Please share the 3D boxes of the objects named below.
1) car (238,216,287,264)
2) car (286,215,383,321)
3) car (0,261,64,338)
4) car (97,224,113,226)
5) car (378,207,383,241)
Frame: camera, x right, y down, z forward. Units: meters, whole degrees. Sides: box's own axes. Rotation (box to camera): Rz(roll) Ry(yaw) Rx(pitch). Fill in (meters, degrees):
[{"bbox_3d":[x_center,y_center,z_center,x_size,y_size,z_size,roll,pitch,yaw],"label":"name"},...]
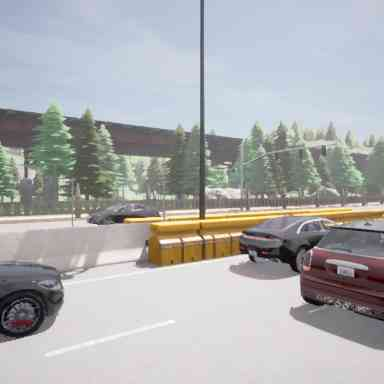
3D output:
[{"bbox_3d":[3.665,1.491,10.661,4.902,1.511,2.128,0,0,-36],"label":"car"},{"bbox_3d":[4.310,1.352,6.825,4.553,1.767,2.097,0,0,-36],"label":"car"},{"bbox_3d":[-4.382,1.525,4.917,4.674,1.442,1.812,0,0,-36],"label":"car"},{"bbox_3d":[-4.506,1.493,22.164,4.902,1.511,2.128,0,0,-35],"label":"car"},{"bbox_3d":[11.309,1.492,16.119,4.902,1.511,2.128,0,0,-36],"label":"car"}]
